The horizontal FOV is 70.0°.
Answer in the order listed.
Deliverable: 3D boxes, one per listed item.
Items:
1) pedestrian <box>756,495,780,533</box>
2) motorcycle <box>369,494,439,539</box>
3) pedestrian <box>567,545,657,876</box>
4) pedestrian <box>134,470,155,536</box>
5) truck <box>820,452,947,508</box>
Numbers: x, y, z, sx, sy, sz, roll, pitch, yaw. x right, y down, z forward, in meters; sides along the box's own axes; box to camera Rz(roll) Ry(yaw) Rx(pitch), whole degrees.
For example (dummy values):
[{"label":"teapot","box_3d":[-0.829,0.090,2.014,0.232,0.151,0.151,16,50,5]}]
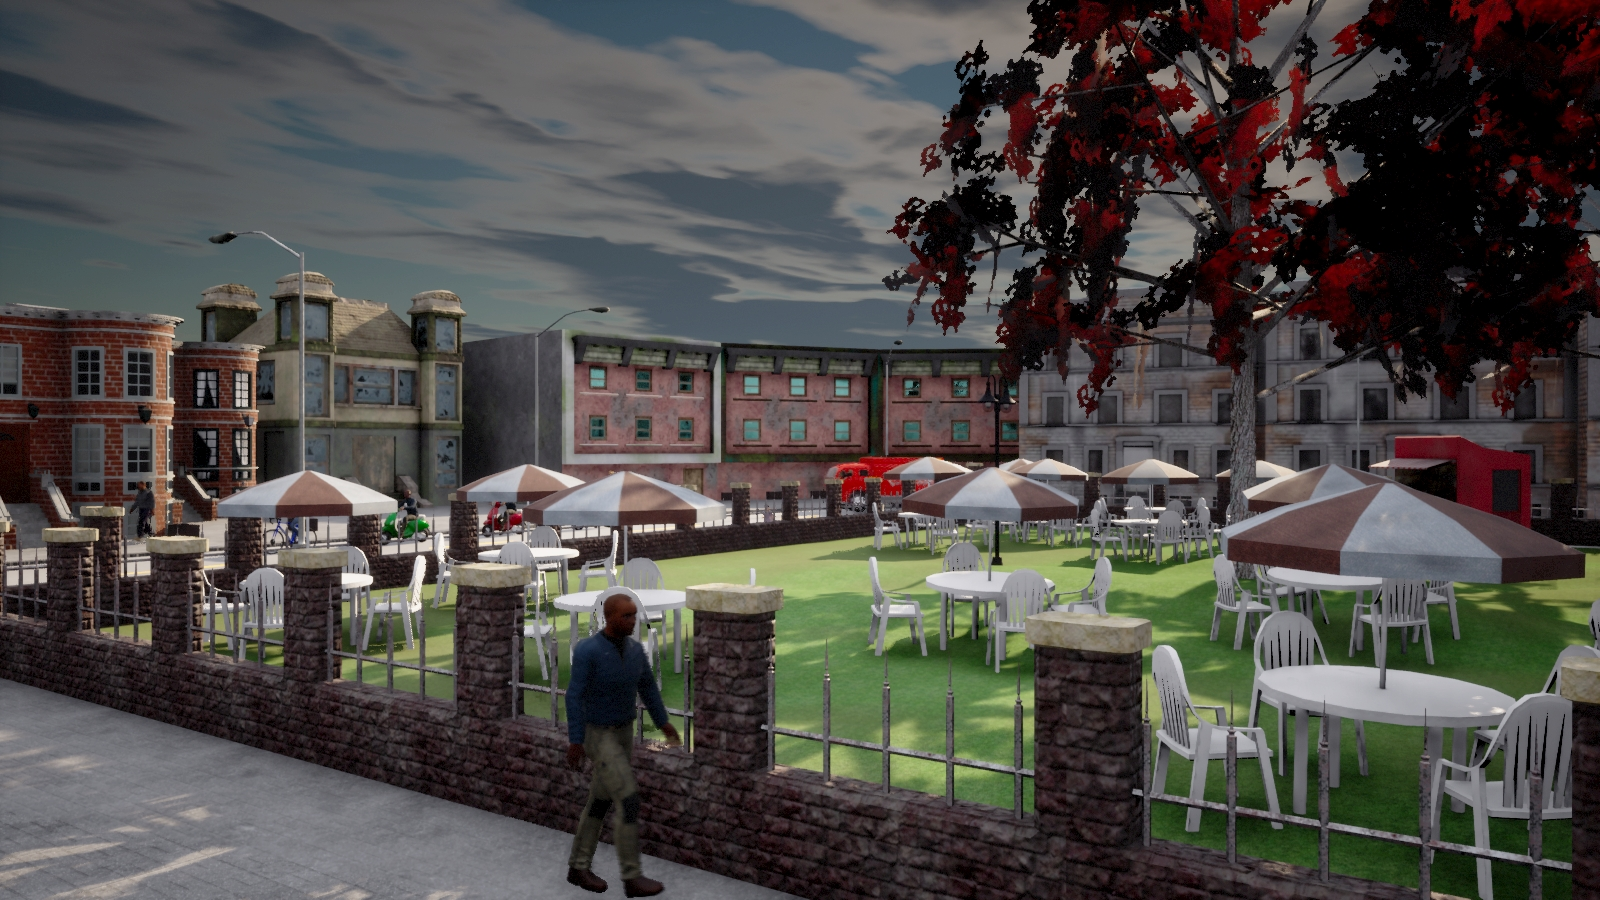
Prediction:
[{"label":"pedestrian","box_3d":[-0.960,1.895,34.118,0.500,1.100,0.500,0,0,33]},{"label":"motorcycle","box_3d":[-11.759,1.950,33.969,0.856,1.236,1.805,0,0,35]},{"label":"pedestrian","box_3d":[-1.125,1.522,6.841,0.375,1.860,0.375,0,0,35]},{"label":"pedestrian","box_3d":[-18.667,1.512,32.525,0.375,1.860,0.375,0,0,27]},{"label":"truck","box_3d":[3.765,1.337,52.017,5.204,2.467,2.627,0,-1,-14]}]
